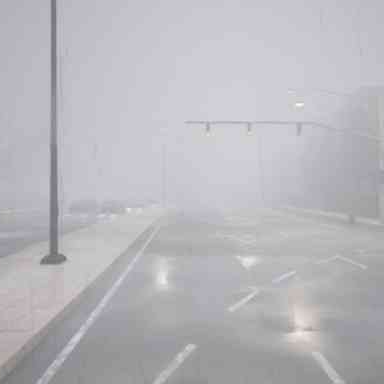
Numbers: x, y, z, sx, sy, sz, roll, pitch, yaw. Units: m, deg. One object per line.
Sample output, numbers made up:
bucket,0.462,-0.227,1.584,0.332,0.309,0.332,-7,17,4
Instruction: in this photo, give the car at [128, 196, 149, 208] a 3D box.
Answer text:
car,-8.113,1.625,49.930,1.895,1.301,4.718,0,0,1

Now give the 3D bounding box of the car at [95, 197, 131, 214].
car,-8.432,1.569,36.158,2.033,1.411,5.357,0,0,1

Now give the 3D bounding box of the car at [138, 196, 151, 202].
car,-11.017,1.568,77.319,2.033,1.411,5.357,0,0,1

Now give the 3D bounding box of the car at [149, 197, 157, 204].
car,-7.816,1.593,63.477,1.994,1.385,4.181,0,0,1

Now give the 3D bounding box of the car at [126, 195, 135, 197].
car,-11.359,1.383,61.403,2.097,1.767,4.553,0,0,1

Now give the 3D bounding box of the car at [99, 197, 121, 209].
car,-11.655,1.555,47.653,1.812,1.442,4.674,0,0,1

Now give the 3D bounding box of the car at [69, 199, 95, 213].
car,-11.926,1.505,36.835,1.882,1.535,5.008,0,1,1
